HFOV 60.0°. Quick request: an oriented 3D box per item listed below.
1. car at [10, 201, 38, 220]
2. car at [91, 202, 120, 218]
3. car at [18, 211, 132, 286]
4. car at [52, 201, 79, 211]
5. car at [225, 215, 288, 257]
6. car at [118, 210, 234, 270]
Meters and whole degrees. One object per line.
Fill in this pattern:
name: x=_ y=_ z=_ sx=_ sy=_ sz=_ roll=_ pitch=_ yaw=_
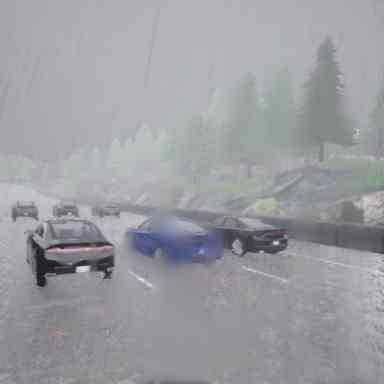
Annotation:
car: x=-14.111 y=1.535 z=28.041 sx=2.128 sy=1.511 sz=4.902 roll=2 pitch=-1 yaw=-30
car: x=-8.419 y=1.713 z=32.188 sx=2.128 sy=1.511 sz=4.902 roll=2 pitch=-1 yaw=-30
car: x=-3.652 y=1.534 z=9.639 sx=2.128 sy=1.511 sz=4.902 roll=2 pitch=-1 yaw=-30
car: x=-11.814 y=1.637 z=31.079 sx=1.837 sy=1.490 sz=4.892 roll=2 pitch=-1 yaw=-30
car: x=1.819 y=1.698 z=14.176 sx=1.882 sy=1.535 sz=5.008 roll=2 pitch=-1 yaw=-30
car: x=-0.871 y=1.609 z=11.826 sx=1.882 sy=1.535 sz=5.008 roll=2 pitch=-1 yaw=-30
